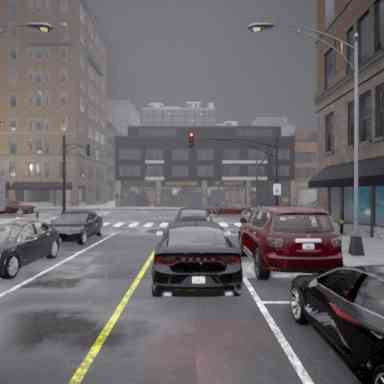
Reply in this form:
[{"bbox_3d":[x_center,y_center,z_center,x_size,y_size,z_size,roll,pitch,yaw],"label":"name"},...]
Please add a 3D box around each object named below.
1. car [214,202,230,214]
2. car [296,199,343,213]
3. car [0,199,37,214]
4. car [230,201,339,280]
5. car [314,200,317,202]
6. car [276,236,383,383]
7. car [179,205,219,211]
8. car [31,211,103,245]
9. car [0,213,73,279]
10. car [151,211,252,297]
[{"bbox_3d":[3.352,1.615,31.132,4.718,1.301,1.895,0,0,0],"label":"car"},{"bbox_3d":[14.436,1.595,37.881,4.674,1.442,1.812,0,0,0],"label":"car"},{"bbox_3d":[-17.133,1.393,31.009,5.008,1.535,1.882,0,0,0],"label":"car"},{"bbox_3d":[2.622,1.312,9.881,2.192,1.841,5.009,0,0,0],"label":"car"},{"bbox_3d":[15.248,1.296,34.655,5.566,2.045,2.150,0,0,0],"label":"car"},{"bbox_3d":[2.630,1.564,4.219,1.947,1.339,4.313,0,0,0],"label":"car"},{"bbox_3d":[0.057,1.499,16.203,1.837,1.490,4.892,0,0,0],"label":"car"},{"bbox_3d":[-5.411,1.561,15.532,1.947,1.339,4.313,0,0,0],"label":"car"},{"bbox_3d":[-5.403,1.547,9.869,2.008,1.369,4.403,0,0,0],"label":"car"},{"bbox_3d":[0.061,1.475,8.620,1.882,1.535,5.008,0,0,-1],"label":"car"}]
